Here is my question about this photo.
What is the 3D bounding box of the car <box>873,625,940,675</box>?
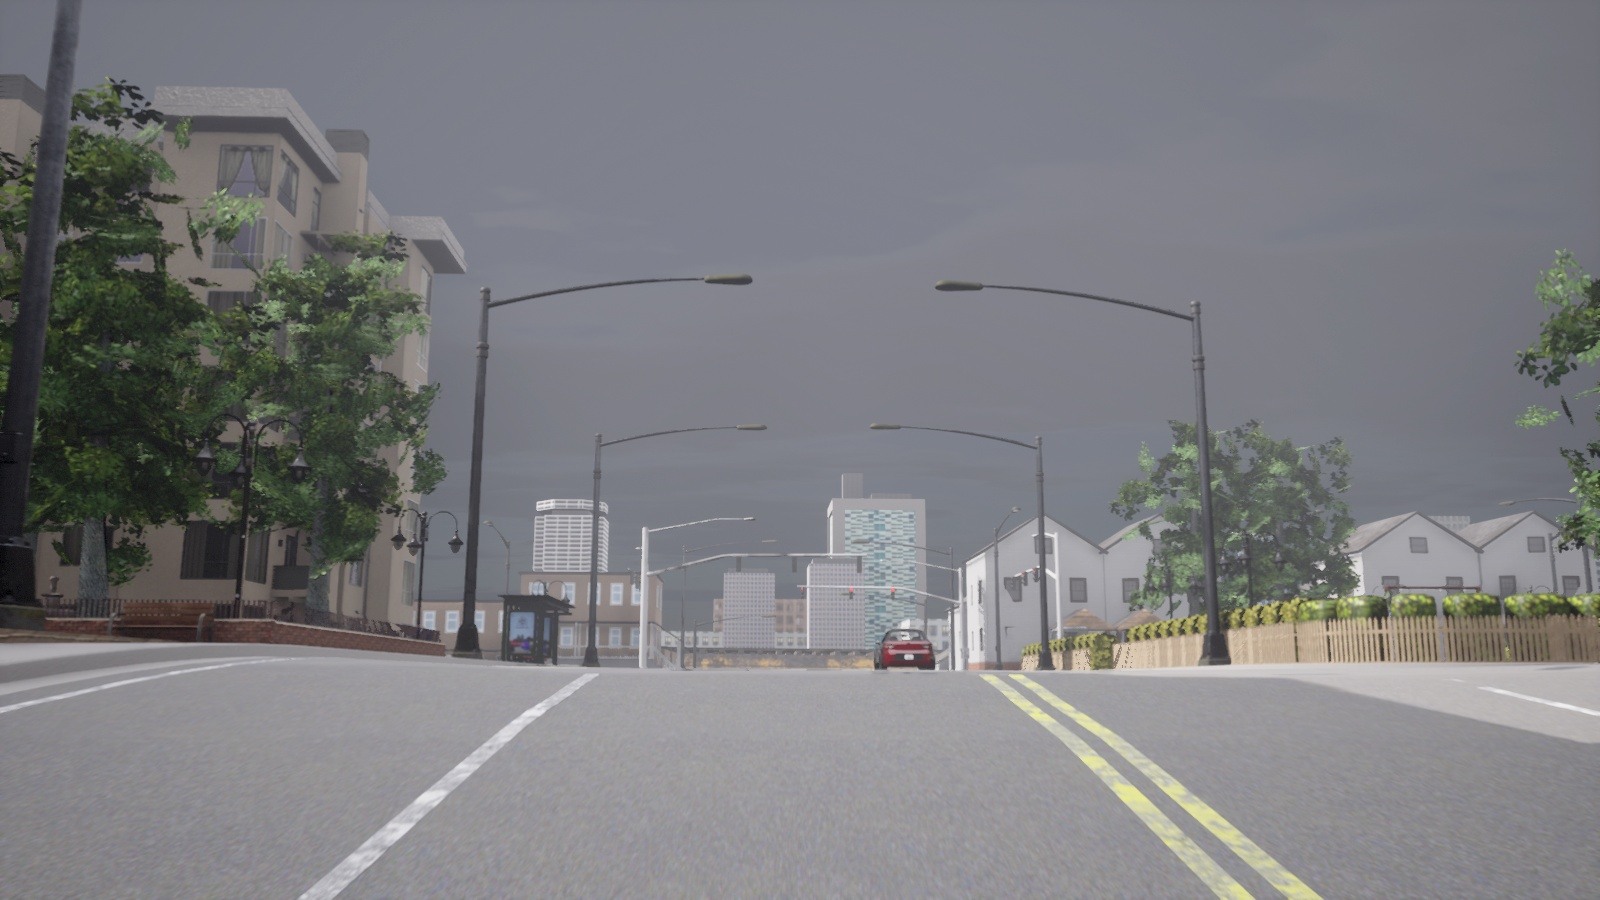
[{"bbox_3d":[3.416,6.577,41.073,1.816,1.474,4.193,0,-11,0],"label":"car"}]

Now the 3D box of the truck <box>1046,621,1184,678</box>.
[{"bbox_3d":[20.005,12.778,80.168,7.936,3.462,2.891,0,-11,-1],"label":"truck"}]
